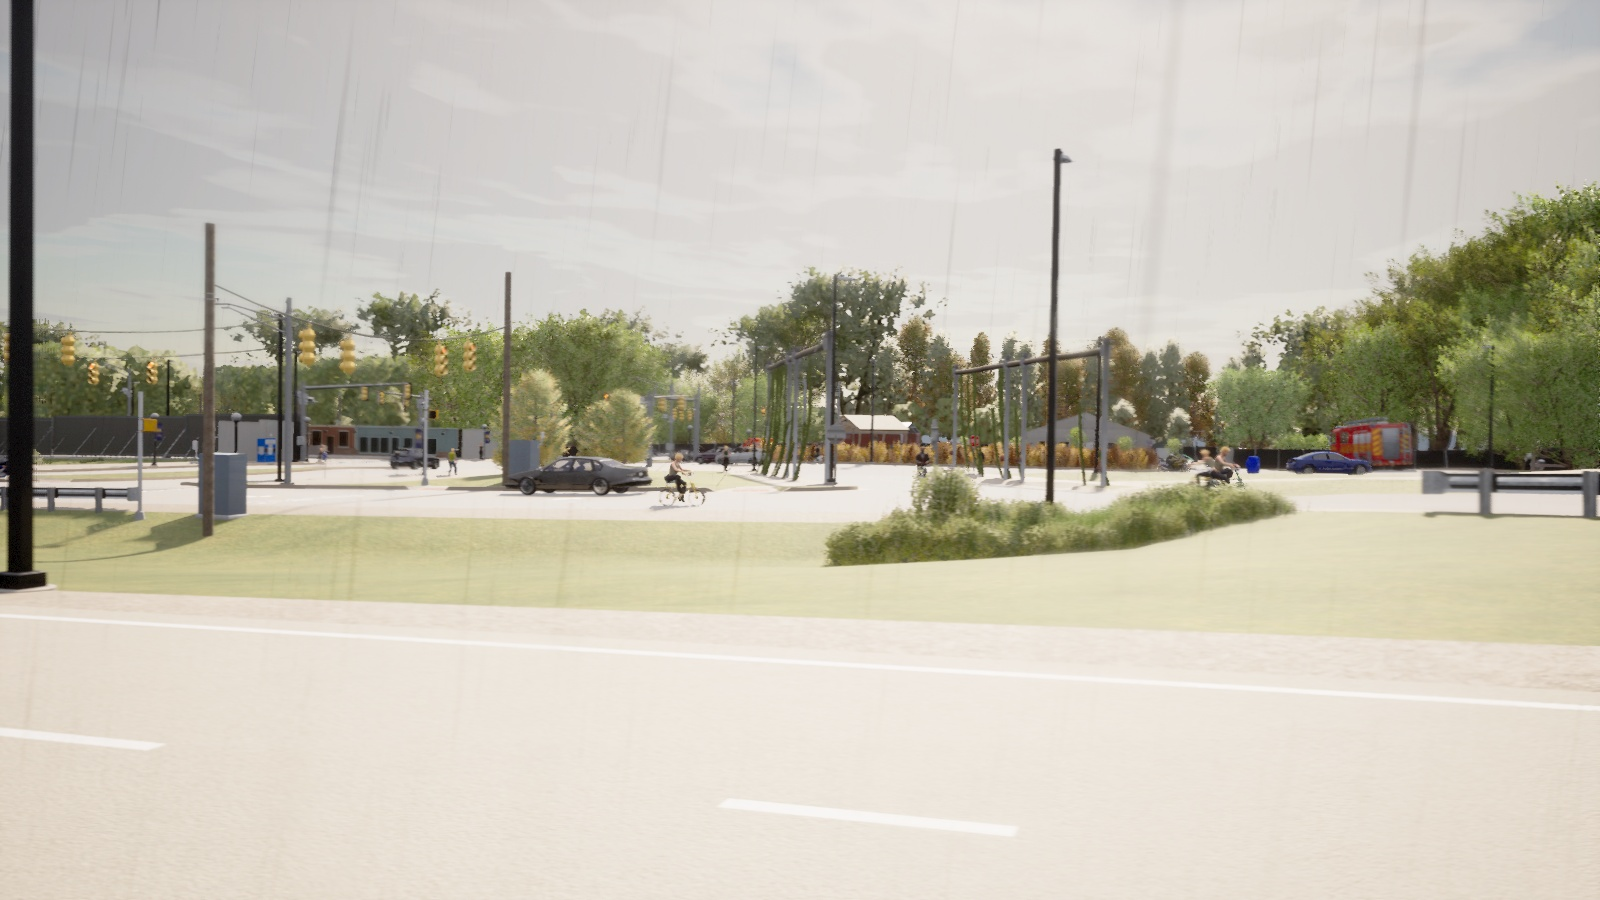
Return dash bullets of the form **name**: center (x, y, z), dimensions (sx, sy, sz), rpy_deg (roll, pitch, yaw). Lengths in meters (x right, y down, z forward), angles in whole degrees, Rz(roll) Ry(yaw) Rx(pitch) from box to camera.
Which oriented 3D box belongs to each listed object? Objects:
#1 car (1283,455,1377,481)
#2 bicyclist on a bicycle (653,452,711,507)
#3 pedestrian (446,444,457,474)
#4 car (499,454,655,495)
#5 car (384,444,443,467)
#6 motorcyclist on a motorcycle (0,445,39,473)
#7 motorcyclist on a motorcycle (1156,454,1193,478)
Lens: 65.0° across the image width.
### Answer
- **car**: center (32.872, 1.097, 78.025), dimensions (5.008, 1.535, 1.882), rpy_deg (1, 1, 6)
- **bicyclist on a bicycle**: center (-3.522, 0.870, 37.563), dimensions (1.509, 1.612, 0.866), rpy_deg (0, 1, 18)
- **pedestrian**: center (-21.806, 0.571, 78.564), dimensions (0.354, 1.836, 0.706), rpy_deg (2, 1, 15)
- **car**: center (-8.243, 0.878, 46.445), dimensions (5.357, 1.411, 2.033), rpy_deg (0, 1, 18)
- **car**: center (-29.160, 0.446, 94.889), dimensions (2.033, 1.649, 4.856), rpy_deg (1, 0, 14)
- **motorcyclist on a motorcycle**: center (-43.901, 0.485, 70.184), dimensions (0.866, 1.530, 2.191), rpy_deg (1, 1, 24)
- **motorcyclist on a motorcycle**: center (25.031, 1.067, 83.934), dimensions (2.191, 1.530, 0.866), rpy_deg (0, -1, 31)
